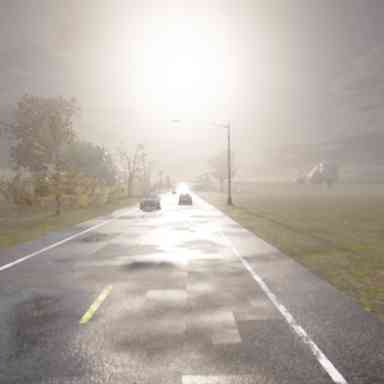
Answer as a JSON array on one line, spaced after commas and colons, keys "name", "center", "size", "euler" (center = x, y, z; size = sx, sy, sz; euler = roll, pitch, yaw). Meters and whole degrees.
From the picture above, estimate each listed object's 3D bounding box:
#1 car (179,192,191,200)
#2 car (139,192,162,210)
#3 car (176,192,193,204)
[{"name": "car", "center": [-1.347, 0.704, 63.771], "size": [2.033, 1.411, 5.357], "euler": [-1, 1, -1]}, {"name": "car", "center": [-4.371, 0.924, 35.657], "size": [2.097, 1.767, 4.553], "euler": [-1, 1, -1]}, {"name": "car", "center": [-0.948, 0.942, 47.230], "size": [1.994, 1.385, 4.181], "euler": [-1, 1, -1]}]
